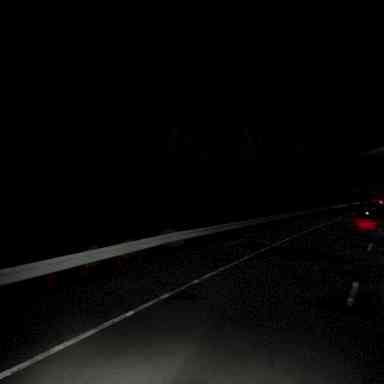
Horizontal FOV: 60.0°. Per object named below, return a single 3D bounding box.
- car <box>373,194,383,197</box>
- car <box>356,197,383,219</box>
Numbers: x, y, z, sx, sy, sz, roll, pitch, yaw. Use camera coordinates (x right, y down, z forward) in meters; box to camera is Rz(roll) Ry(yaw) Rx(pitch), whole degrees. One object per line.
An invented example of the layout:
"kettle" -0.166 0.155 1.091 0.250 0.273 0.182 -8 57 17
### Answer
"car" 22.004 1.221 38.222 2.150 2.045 5.566 0 0 35
"car" 15.970 1.505 29.670 1.837 1.490 4.892 0 0 35
